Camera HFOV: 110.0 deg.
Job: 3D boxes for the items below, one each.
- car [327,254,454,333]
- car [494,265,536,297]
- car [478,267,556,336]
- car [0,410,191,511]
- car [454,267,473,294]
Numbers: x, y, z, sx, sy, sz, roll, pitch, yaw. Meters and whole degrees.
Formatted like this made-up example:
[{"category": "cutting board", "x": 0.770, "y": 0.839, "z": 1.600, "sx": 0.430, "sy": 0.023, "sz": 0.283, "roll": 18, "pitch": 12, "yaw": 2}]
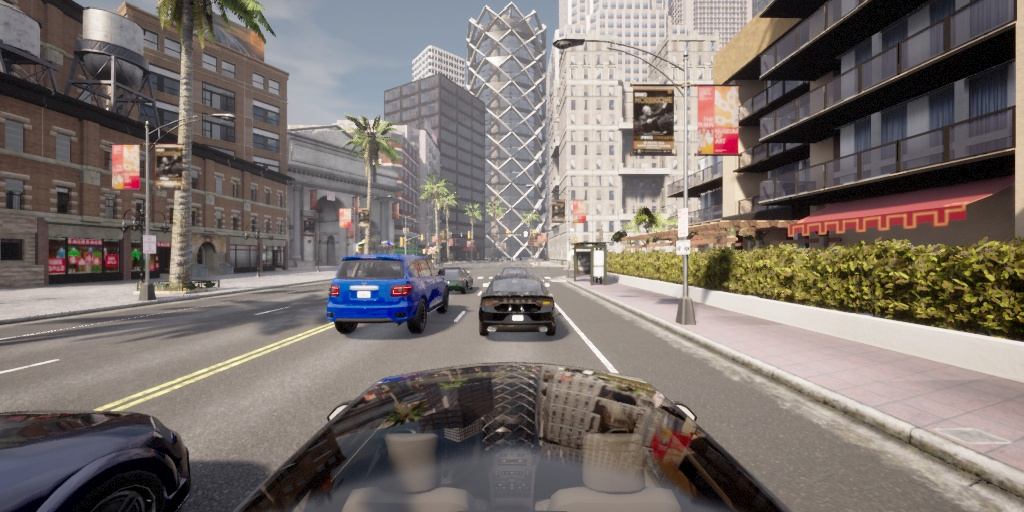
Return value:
[{"category": "car", "x": -3.376, "y": 0.971, "z": 10.876, "sx": 2.150, "sy": 2.045, "sz": 5.566, "roll": 0, "pitch": 0, "yaw": 0}, {"category": "car", "x": 0.144, "y": 1.297, "z": 20.061, "sx": 2.033, "sy": 1.411, "sz": 5.357, "roll": 0, "pitch": 0, "yaw": 0}, {"category": "car", "x": 0.131, "y": 1.228, "z": 10.471, "sx": 1.882, "sy": 1.535, "sz": 5.008, "roll": 0, "pitch": 0, "yaw": 0}, {"category": "car", "x": -3.341, "y": 1.314, "z": 0.867, "sx": 1.994, "sy": 1.385, "sz": 4.181, "roll": 0, "pitch": 0, "yaw": 0}, {"category": "car", "x": -3.350, "y": 1.314, "z": 20.235, "sx": 1.994, "sy": 1.385, "sz": 4.181, "roll": 0, "pitch": 0, "yaw": 0}]
